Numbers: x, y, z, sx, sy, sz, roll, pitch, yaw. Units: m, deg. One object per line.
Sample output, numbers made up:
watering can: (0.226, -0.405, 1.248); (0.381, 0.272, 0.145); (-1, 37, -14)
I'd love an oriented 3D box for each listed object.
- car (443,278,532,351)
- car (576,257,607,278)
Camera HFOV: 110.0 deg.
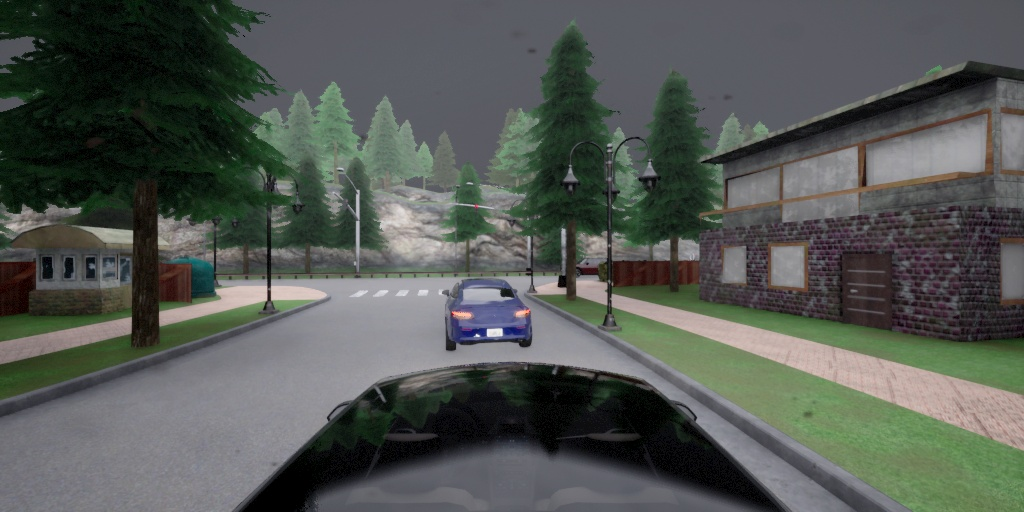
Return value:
car: (-0.748, 1.276, 9.001); (1.812, 1.442, 4.674); (0, 0, -11)
car: (6.635, 0.945, 31.479); (4.553, 1.767, 2.097); (0, 0, -12)
